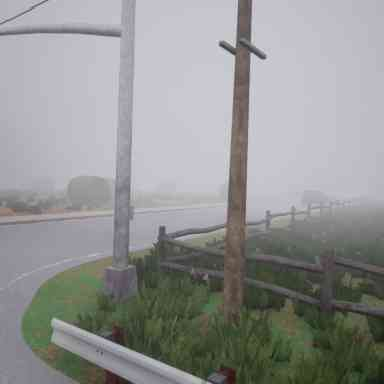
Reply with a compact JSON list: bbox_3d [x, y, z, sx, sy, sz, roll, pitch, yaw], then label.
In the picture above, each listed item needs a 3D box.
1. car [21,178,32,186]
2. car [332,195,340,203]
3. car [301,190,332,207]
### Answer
[{"bbox_3d":[-39.123,-2.289,79.210,1.905,1.878,3.866,8,2,-13],"label":"car"},{"bbox_3d":[21.214,1.139,50.693,1.994,1.385,4.181,3,2,33],"label":"car"},{"bbox_3d":[15.461,0.816,41.796,2.150,2.045,5.566,3,2,34],"label":"car"}]
